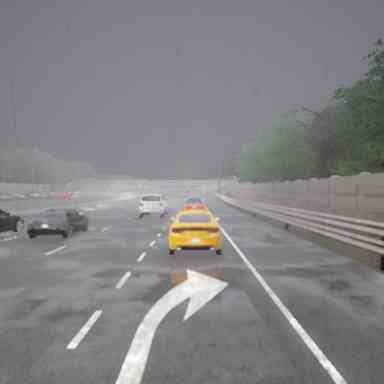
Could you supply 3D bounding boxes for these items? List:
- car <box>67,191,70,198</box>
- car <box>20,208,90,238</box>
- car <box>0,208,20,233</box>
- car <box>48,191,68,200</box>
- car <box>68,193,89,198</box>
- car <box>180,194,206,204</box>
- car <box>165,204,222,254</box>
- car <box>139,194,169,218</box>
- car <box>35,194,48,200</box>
[{"bbox_3d":[-23.987,1.009,70.506,1.882,1.535,5.008,0,1,1],"label":"car"},{"bbox_3d":[-6.864,1.556,17.543,1.994,1.385,4.181,0,0,0],"label":"car"},{"bbox_3d":[-10.367,1.496,16.772,1.837,1.490,4.892,0,0,0],"label":"car"},{"bbox_3d":[-27.493,0.765,70.108,2.150,2.045,5.566,0,1,1],"label":"car"},{"bbox_3d":[-20.611,1.212,62.108,2.128,1.511,4.902,0,1,1],"label":"car"},{"bbox_3d":[0.209,1.339,31.619,2.097,1.767,4.553,0,0,0],"label":"car"},{"bbox_3d":[0.123,1.472,13.586,1.882,1.535,5.008,0,0,0],"label":"car"},{"bbox_3d":[-3.402,1.209,30.354,2.150,2.045,5.566,0,0,0],"label":"car"},{"bbox_3d":[-30.992,1.078,70.199,2.033,1.411,5.357,0,1,1],"label":"car"}]
